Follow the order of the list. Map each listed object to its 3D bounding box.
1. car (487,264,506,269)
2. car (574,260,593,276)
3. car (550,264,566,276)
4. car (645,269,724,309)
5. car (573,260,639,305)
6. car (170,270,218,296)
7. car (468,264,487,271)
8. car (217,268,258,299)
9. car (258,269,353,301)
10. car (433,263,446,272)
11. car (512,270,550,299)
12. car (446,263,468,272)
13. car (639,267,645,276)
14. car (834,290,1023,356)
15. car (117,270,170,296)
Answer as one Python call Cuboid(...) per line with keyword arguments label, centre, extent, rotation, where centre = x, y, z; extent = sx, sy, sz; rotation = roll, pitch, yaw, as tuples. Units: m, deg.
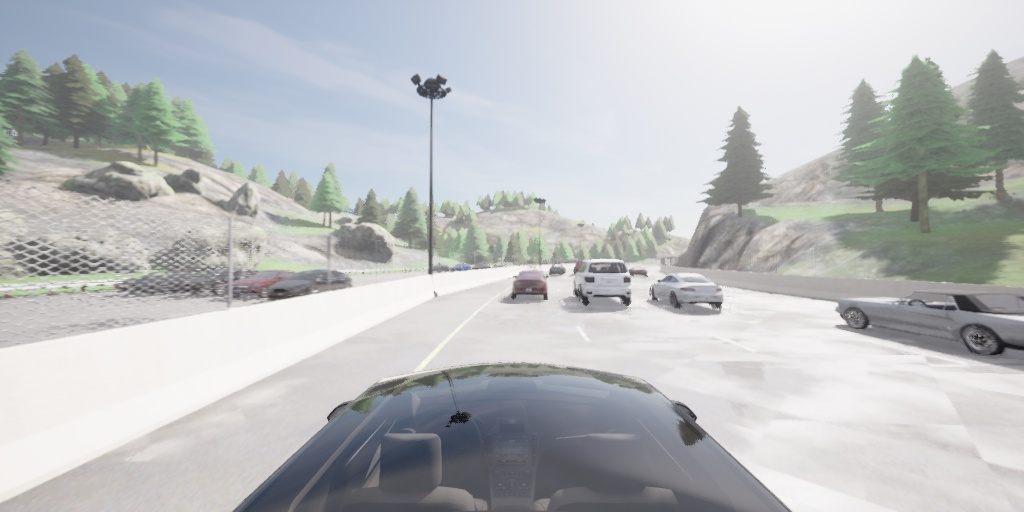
Cuboid(label="car", centre=(-1.986, 2.078, 59.491), extent=(1.994, 1.385, 4.181), rotation=(0, -1, 17))
Cuboid(label="car", centre=(10.186, 1.660, 50.736), extent=(2.150, 2.045, 5.566), rotation=(0, -1, 15))
Cuboid(label="car", centre=(6.365, 1.904, 49.775), extent=(2.128, 1.511, 4.902), rotation=(0, -1, 14))
Cuboid(label="car", centre=(7.748, 1.494, 16.223), extent=(1.812, 1.442, 4.674), rotation=(0, -1, 4))
Cuboid(label="car", centre=(4.338, 1.201, 17.776), extent=(2.150, 2.045, 5.566), rotation=(0, -1, 5))
Cuboid(label="car", centre=(-16.583, 1.460, 21.085), extent=(1.837, 1.490, 4.892), rotation=(0, -1, 6))
Cuboid(label="car", centre=(-5.260, 2.025, 60.770), extent=(1.837, 1.490, 4.892), rotation=(0, -1, 17))
Cuboid(label="car", centre=(-13.189, 1.474, 19.799), extent=(1.812, 1.442, 4.674), rotation=(0, -1, 5))
Cuboid(label="car", centre=(-9.834, 1.440, 17.956), extent=(1.837, 1.490, 4.892), rotation=(0, -1, 5))
Cuboid(label="car", centre=(-12.422, 1.997, 61.233), extent=(2.128, 1.511, 4.902), rotation=(0, -1, 16))
Cuboid(label="car", centre=(1.047, 1.521, 19.832), extent=(1.812, 1.442, 4.674), rotation=(0, -1, 5))
Cuboid(label="car", centre=(-8.789, 1.993, 61.187), extent=(1.882, 1.535, 5.008), rotation=(0, -1, 17))
Cuboid(label="car", centre=(16.168, 1.994, 46.011), extent=(1.895, 1.301, 4.718), rotation=(0, -1, 14))
Cuboid(label="car", centre=(10.819, 1.482, 8.898), extent=(1.895, 1.301, 4.718), rotation=(0, -1, 2))
Cuboid(label="car", centre=(-20.099, 1.507, 21.028), extent=(1.994, 1.385, 4.181), rotation=(0, -1, 6))
